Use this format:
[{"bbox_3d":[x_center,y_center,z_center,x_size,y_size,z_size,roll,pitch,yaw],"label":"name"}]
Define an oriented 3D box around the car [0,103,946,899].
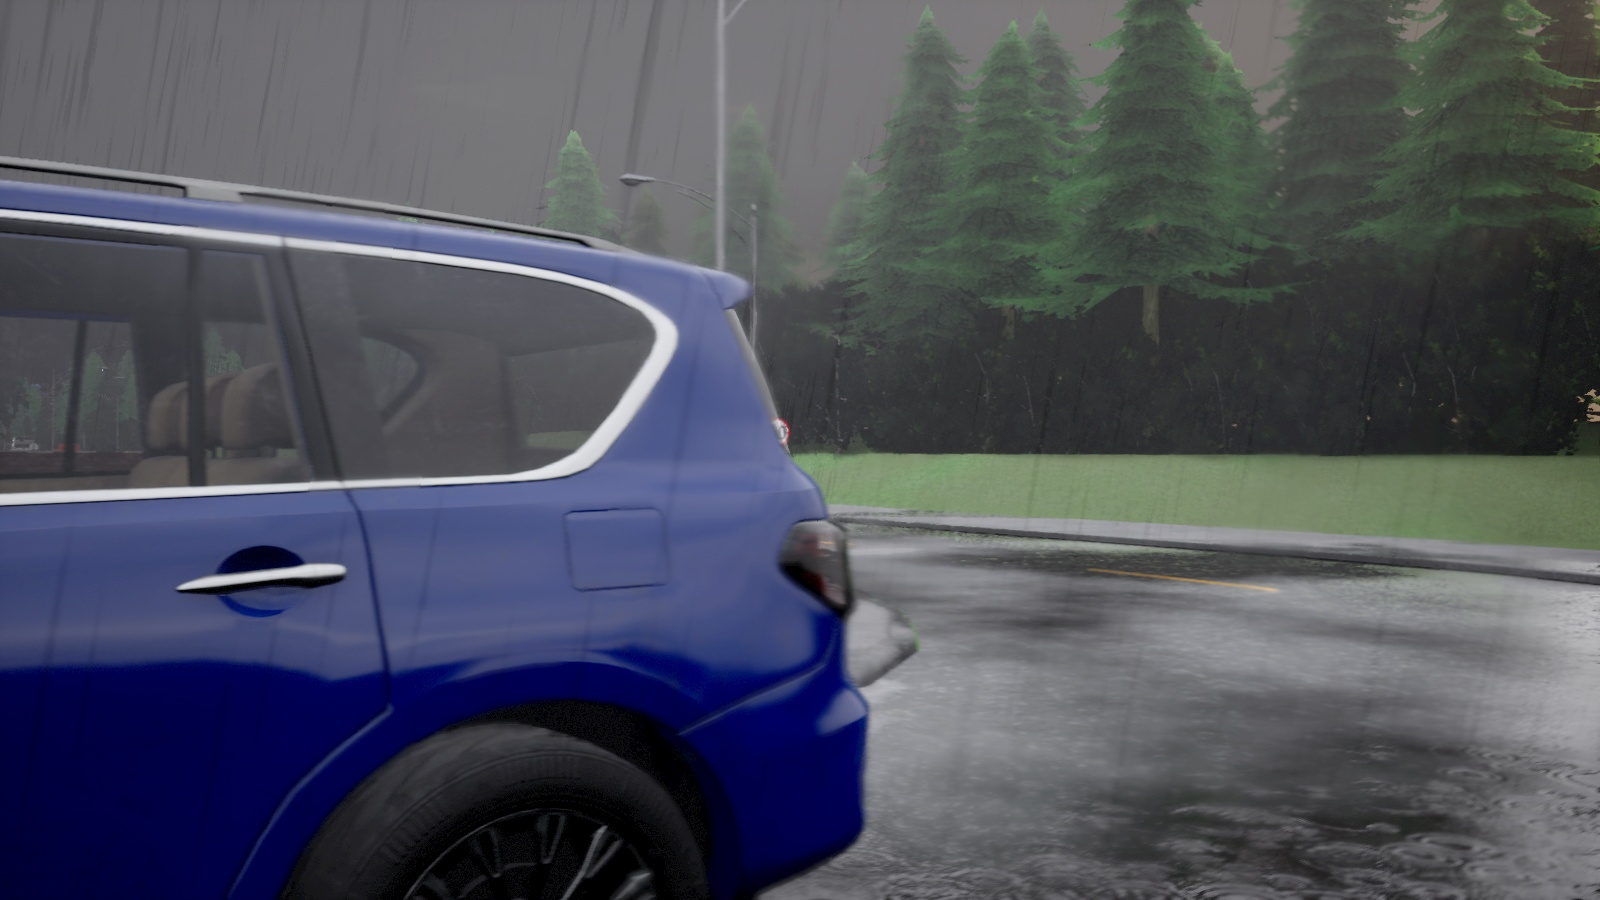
[{"bbox_3d":[-2.509,0.475,2.412,5.566,2.045,2.150,0,0,-36],"label":"car"}]
